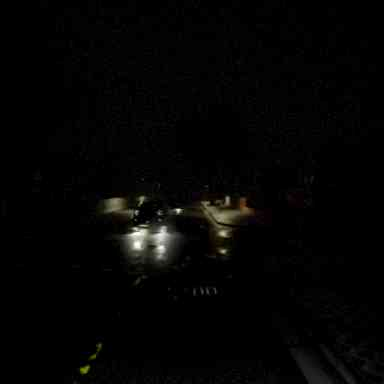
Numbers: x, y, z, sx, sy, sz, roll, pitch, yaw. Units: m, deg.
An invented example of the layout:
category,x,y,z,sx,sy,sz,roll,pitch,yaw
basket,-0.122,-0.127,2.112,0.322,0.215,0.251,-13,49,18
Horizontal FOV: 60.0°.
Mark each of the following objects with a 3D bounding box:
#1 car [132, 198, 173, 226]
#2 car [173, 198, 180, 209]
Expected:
category,x,y,z,sx,sy,sz,roll,pitch,yaw
car,-2.797,1.387,23.726,2.097,1.767,4.553,0,-1,2
car,-2.753,1.599,48.925,1.882,1.535,5.008,0,0,0
